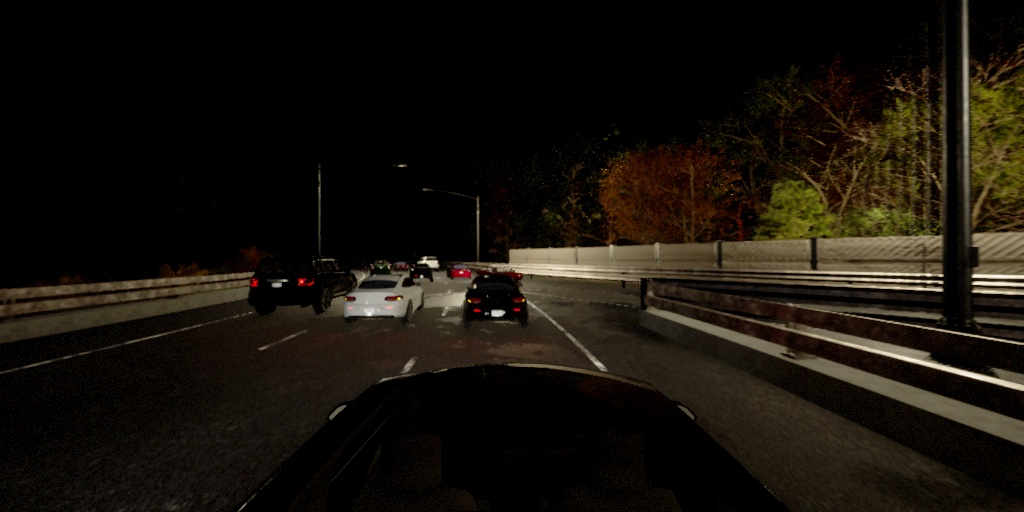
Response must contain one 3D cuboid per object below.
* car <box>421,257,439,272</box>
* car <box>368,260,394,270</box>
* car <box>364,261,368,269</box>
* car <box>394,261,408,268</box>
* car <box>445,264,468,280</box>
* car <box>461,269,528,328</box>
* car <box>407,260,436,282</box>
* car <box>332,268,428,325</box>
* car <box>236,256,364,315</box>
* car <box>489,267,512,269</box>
[{"bbox_3d":[-12.015,1.184,51.064,2.150,2.045,5.566,0,-1,-25],"label":"car"},{"bbox_3d":[-14.462,1.281,39.496,2.097,1.767,4.553,0,0,-21],"label":"car"},{"bbox_3d":[-24.433,1.553,58.992,1.812,1.442,4.674,0,0,-32],"label":"car"},{"bbox_3d":[-16.378,1.531,52.222,2.033,1.411,5.357,0,0,-28],"label":"car"},{"bbox_3d":[-5.116,1.452,33.943,1.994,1.385,4.181,0,0,-17],"label":"car"},{"bbox_3d":[-0.592,1.316,11.530,1.812,1.442,4.674,0,0,-5],"label":"car"},{"bbox_3d":[-7.821,1.386,30.824,1.837,1.490,4.892,0,0,-15],"label":"car"},{"bbox_3d":[-4.143,1.325,12.085,1.812,1.442,4.674,0,0,-6],"label":"car"},{"bbox_3d":[-7.878,1.037,14.141,2.150,2.045,5.566,0,0,-7],"label":"car"},{"bbox_3d":[-1.119,1.454,27.333,1.895,1.301,4.718,0,0,-29],"label":"car"}]
